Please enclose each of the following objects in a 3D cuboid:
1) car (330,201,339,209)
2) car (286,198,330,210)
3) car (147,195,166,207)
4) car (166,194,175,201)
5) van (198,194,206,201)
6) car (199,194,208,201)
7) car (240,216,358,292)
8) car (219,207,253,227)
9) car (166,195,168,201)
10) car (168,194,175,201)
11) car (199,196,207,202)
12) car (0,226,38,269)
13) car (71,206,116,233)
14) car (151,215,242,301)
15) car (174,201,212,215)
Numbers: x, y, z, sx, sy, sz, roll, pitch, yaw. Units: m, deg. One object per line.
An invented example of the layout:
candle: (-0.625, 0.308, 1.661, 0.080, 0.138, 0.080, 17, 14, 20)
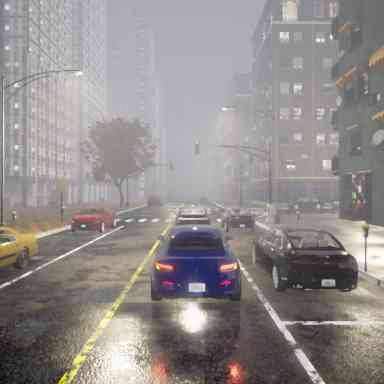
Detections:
car: (18.755, 1.258, 39.267, 4.829, 1.417, 1.752, -1, 1, -1)
car: (13.358, 1.358, 39.202, 4.403, 1.369, 2.008, -1, 1, -1)
car: (-5.783, 1.348, 52.150, 2.192, 1.841, 5.009, 0, 0, 0)
car: (-5.854, 1.407, 90.810, 2.192, 1.841, 5.009, 0, 0, 0)
van: (2.537, 1.422, 85.303, 1.690, 1.788, 3.998, 0, 0, 0)
car: (2.558, 1.628, 74.256, 1.947, 1.339, 4.313, 0, 0, 0)
car: (2.677, 1.551, 8.711, 2.008, 1.369, 4.403, 0, 0, 0)
car: (2.657, 1.555, 19.777, 2.008, 1.369, 4.403, 0, 0, 0)
car: (-5.793, 1.605, 57.673, 1.947, 1.339, 4.313, 0, 0, 0)
car: (-5.843, 1.647, 85.288, 1.947, 1.339, 4.313, 0, 0, 0)
car: (2.548, 1.597, 79.949, 1.752, 1.417, 4.829, 0, 0, 0)
car: (-5.703, 1.526, 8.526, 1.752, 1.417, 4.829, 0, 0, 0)
car: (-5.723, 1.549, 19.762, 1.887, 1.381, 4.507, 0, 0, 0)
car: (0.079, 1.526, 8.190, 1.812, 1.442, 4.674, 0, 0, 0)
car: (0.048, 1.495, 18.293, 2.128, 1.511, 4.902, 0, 0, 0)
